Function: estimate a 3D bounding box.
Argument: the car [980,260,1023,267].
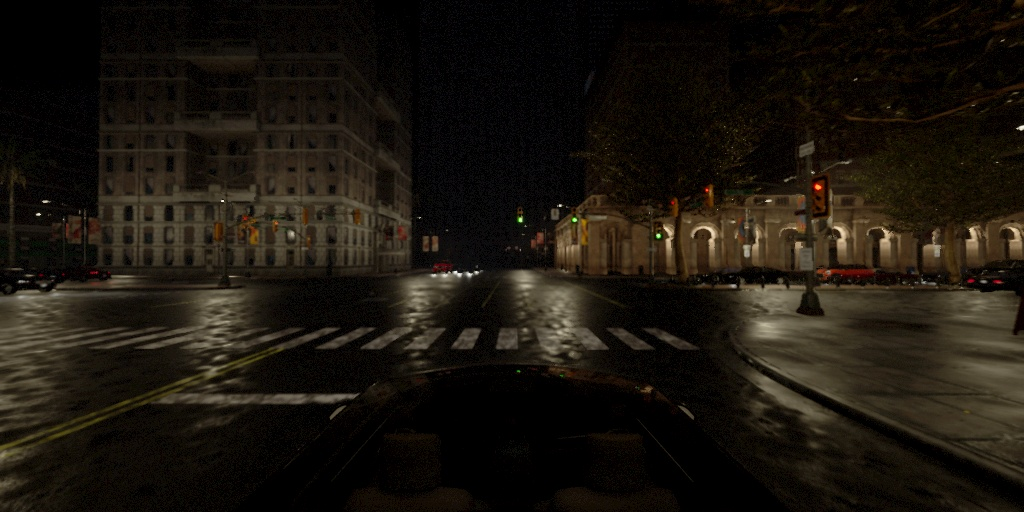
[{"bbox_3d":[40.255,1.321,29.002,5.566,2.045,2.150,0,-1,1],"label":"car"}]

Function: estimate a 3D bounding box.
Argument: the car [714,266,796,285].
[{"bbox_3d":[19.679,1.578,29.170,5.008,1.535,1.882,0,-1,0],"label":"car"}]

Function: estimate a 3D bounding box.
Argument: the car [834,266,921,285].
[{"bbox_3d":[29.556,1.701,29.094,4.718,1.301,1.895,0,-1,1],"label":"car"}]

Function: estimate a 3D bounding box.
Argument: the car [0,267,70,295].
[{"bbox_3d":[-30.253,1.488,21.363,4.902,1.511,2.128,0,-1,1],"label":"car"}]

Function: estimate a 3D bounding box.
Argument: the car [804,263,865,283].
[{"bbox_3d":[29.911,1.496,32.592,4.553,1.767,2.097,0,-1,0],"label":"car"}]

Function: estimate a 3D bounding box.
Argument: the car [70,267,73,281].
[{"bbox_3d":[-39.809,1.664,29.618,4.181,1.385,1.994,0,-1,0],"label":"car"}]

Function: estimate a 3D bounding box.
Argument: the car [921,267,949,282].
[{"bbox_3d":[40.470,1.692,32.500,5.357,1.411,2.033,0,-1,1],"label":"car"}]

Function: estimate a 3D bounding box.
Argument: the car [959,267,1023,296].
[{"bbox_3d":[30.005,1.543,20.884,5.357,1.411,2.033,0,-1,1],"label":"car"}]

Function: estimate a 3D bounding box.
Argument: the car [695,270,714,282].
[{"bbox_3d":[19.621,1.692,32.670,5.357,1.411,2.033,0,-1,0],"label":"car"}]

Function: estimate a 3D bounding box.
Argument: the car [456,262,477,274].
[{"bbox_3d":[-6.986,1.953,55.216,1.812,1.442,4.674,0,-1,0],"label":"car"}]

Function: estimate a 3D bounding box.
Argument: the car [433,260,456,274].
[{"bbox_3d":[-10.488,1.643,54.811,2.150,2.045,5.566,0,-1,0],"label":"car"}]

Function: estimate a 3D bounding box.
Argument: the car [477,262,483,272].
[{"bbox_3d":[-6.896,1.897,64.520,2.097,1.767,4.553,0,-1,1],"label":"car"}]

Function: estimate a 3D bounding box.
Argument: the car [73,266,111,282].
[{"bbox_3d":[-39.899,1.670,33.115,4.674,1.442,1.812,0,-1,0],"label":"car"}]

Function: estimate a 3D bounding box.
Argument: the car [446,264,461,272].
[{"bbox_3d":[-10.406,2.107,64.400,1.994,1.385,4.181,0,-1,1],"label":"car"}]
